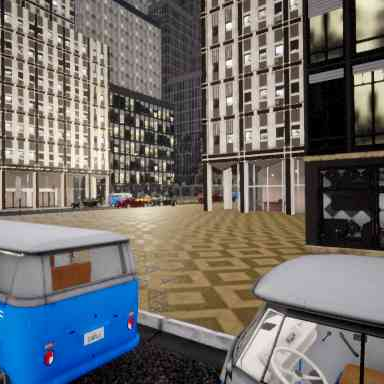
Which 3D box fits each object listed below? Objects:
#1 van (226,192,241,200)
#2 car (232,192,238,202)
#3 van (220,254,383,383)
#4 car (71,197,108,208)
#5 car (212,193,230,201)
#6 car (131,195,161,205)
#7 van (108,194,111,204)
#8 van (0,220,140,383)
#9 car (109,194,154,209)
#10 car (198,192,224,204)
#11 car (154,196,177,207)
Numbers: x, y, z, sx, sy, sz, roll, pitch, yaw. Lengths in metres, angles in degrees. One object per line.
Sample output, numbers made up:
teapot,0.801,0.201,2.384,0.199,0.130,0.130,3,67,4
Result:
van,9.527,0.872,75.647,1.690,1.788,3.998,0,0,36
car,6.299,1.101,57.072,2.008,1.369,4.403,0,0,36
van,1.964,1.341,1.486,3.998,1.788,1.690,0,-1,36
car,-13.819,1.404,43.808,1.947,1.339,4.313,0,0,36
car,6.193,1.017,71.098,1.967,1.590,4.097,0,0,36
car,-7.249,1.279,52.768,1.752,1.417,4.829,0,0,36
van,-10.485,1.136,48.356,1.690,1.788,3.998,0,0,36
van,-2.574,1.342,4.728,3.998,1.788,1.690,0,-1,36
car,-7.037,1.267,38.886,1.887,1.381,4.507,0,0,36
car,2.963,0.909,52.525,2.192,1.841,5.009,0,0,36
car,-3.704,1.231,43.433,2.008,1.369,4.403,0,0,36
